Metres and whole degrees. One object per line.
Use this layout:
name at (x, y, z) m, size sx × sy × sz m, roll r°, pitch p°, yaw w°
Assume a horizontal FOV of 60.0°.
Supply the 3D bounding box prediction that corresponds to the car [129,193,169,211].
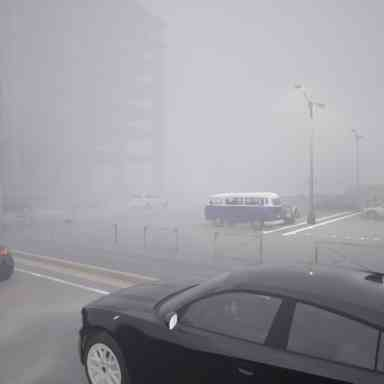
car at (-5.087, 1.166, 40.275) m, size 2.150 × 2.045 × 5.566 m, roll 0°, pitch 0°, yaw 35°

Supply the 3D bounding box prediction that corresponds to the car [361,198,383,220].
car at (14.757, 1.395, 24.709) m, size 3.806 × 1.475 × 1.970 m, roll 0°, pitch 0°, yaw 36°

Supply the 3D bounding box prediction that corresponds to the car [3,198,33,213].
car at (-18.723, 1.422, 33.525) m, size 1.882 × 1.535 × 5.008 m, roll 0°, pitch 0°, yaw 35°

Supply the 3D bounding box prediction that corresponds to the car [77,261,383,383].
car at (0.900, 1.478, 3.353) m, size 5.008 × 1.535 × 1.882 m, roll 0°, pitch 0°, yaw 36°

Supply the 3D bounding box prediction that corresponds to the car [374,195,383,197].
car at (17.981, 1.153, 29.262) m, size 4.605 × 1.855 × 1.932 m, roll 0°, pitch 0°, yaw 36°

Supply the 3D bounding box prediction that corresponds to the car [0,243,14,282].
car at (-6.422, 1.564, 8.561) m, size 4.181 × 1.385 × 1.994 m, roll 0°, pitch 0°, yaw 36°

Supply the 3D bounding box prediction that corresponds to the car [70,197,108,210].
car at (-12.882, 1.422, 41.730) m, size 1.882 × 1.535 × 5.008 m, roll 0°, pitch 0°, yaw 35°

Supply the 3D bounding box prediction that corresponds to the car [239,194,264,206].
car at (11.455, 1.545, 63.559) m, size 1.895 × 1.301 × 4.718 m, roll 0°, pitch 0°, yaw 35°
